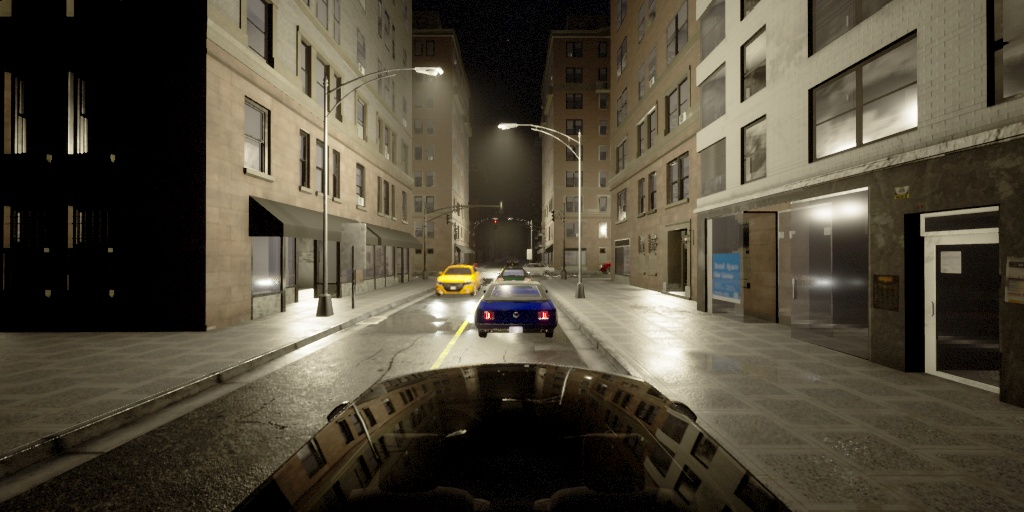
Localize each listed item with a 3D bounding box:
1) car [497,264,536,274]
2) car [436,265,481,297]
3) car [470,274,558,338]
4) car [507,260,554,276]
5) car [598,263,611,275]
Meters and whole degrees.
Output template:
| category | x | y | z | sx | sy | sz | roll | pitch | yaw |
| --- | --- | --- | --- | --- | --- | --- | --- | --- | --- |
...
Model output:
| category | x | y | z | sx | sy | sz | roll | pitch | yaw |
| --- | --- | --- | --- | --- | --- | --- | --- | --- | --- |
| car | 0.092 | 1.321 | 20.073 | 1.994 | 1.385 | 4.181 | 0 | 0 | 0 |
| car | -2.758 | 1.234 | 19.264 | 1.882 | 1.535 | 5.008 | 0 | 0 | 0 |
| car | 0.099 | 1.352 | 10.184 | 1.895 | 1.301 | 4.718 | 0 | 0 | 0 |
| car | 1.753 | 1.375 | 35.558 | 4.718 | 1.301 | 1.895 | 0 | 0 | -28 |
| car | 12.255 | 1.103 | 39.970 | 5.009 | 1.841 | 2.192 | 0 | 0 | 0 |
